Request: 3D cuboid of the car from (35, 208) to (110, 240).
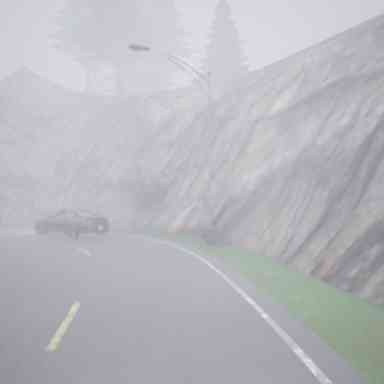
[{"bbox_3d":[-6.266,1.566,17.374,4.674,1.442,1.812,0,-1,36],"label":"car"}]
